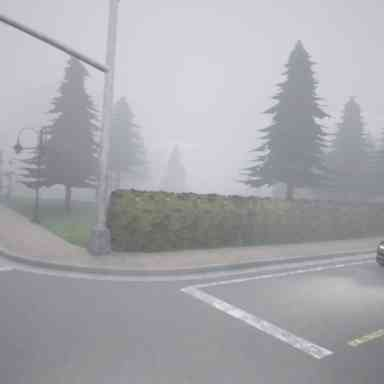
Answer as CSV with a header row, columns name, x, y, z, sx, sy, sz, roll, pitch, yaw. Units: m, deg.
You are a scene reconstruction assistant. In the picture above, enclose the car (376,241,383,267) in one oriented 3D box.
name,x,y,z,sx,sy,sz,roll,pitch,yaw
car,8.355,1.933,11.715,4.902,1.511,2.128,3,0,-37
